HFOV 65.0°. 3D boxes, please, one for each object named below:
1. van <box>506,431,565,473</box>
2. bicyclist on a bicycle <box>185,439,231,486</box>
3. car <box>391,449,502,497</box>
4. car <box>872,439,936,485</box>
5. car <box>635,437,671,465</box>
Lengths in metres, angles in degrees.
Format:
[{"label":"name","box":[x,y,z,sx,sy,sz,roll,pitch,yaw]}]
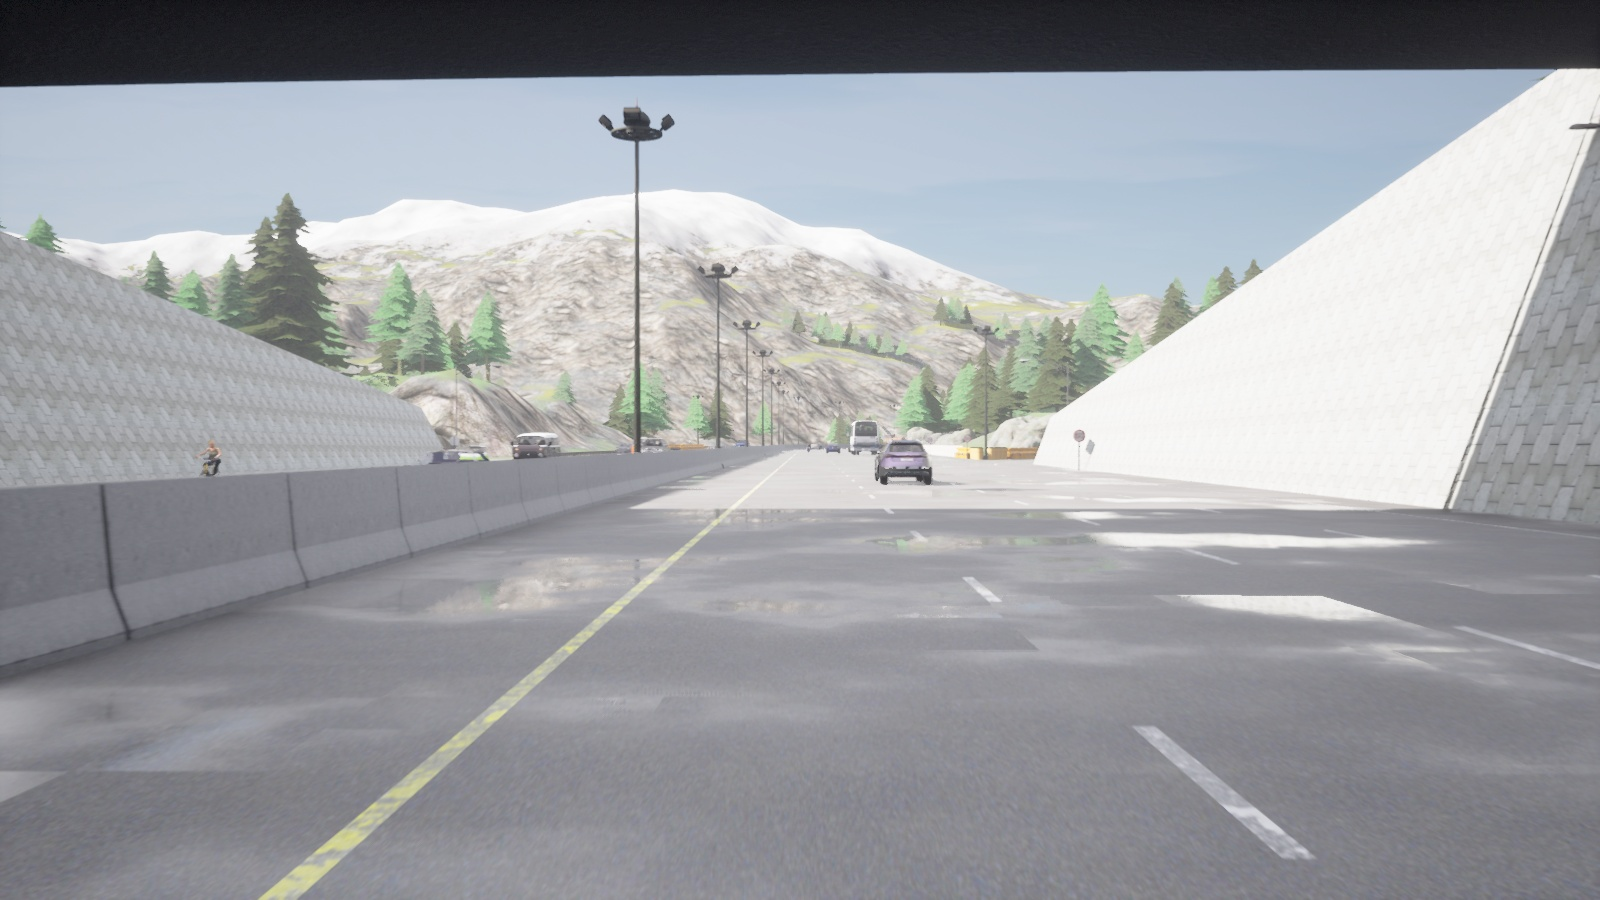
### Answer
[{"label":"van","box":[-13.554,0.096,64.651,2.069,2.038,4.480,0,0,0]},{"label":"bicyclist on a bicycle","box":[-20.690,0.419,43.911,0.866,1.612,1.509,0,0,1]},{"label":"car","box":[-10.244,0.632,36.746,1.895,1.301,4.718,0,0,0]},{"label":"car","box":[3.827,0.414,47.141,2.033,1.649,4.856,0,0,0]},{"label":"car","box":[-9.915,0.076,85.002,1.932,1.855,4.605,0,0,0]}]
